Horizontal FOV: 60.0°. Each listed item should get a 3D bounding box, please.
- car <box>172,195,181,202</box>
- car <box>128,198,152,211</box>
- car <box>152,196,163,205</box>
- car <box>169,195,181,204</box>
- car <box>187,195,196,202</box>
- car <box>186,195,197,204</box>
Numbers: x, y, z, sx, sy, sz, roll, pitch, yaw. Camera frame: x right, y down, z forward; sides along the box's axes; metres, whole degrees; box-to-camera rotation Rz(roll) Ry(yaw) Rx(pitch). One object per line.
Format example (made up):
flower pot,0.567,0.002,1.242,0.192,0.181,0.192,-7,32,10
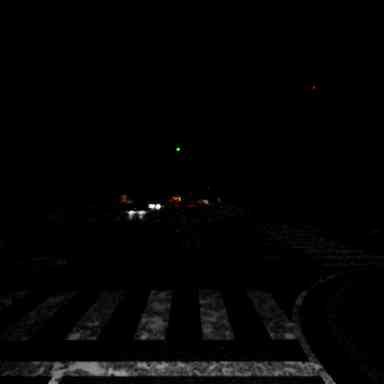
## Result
car,-3.378,1.461,73.570,1.882,1.535,5.008,0,0,0
car,-6.646,1.577,41.598,2.033,1.411,5.357,0,0,0
car,-6.605,1.567,62.436,2.128,1.511,4.902,0,0,0
car,-3.354,1.680,63.595,1.895,1.301,4.718,0,0,0
car,-0.128,1.461,73.577,1.882,1.535,5.008,0,0,0
car,-0.103,1.582,63.156,1.837,1.490,4.892,0,0,0
